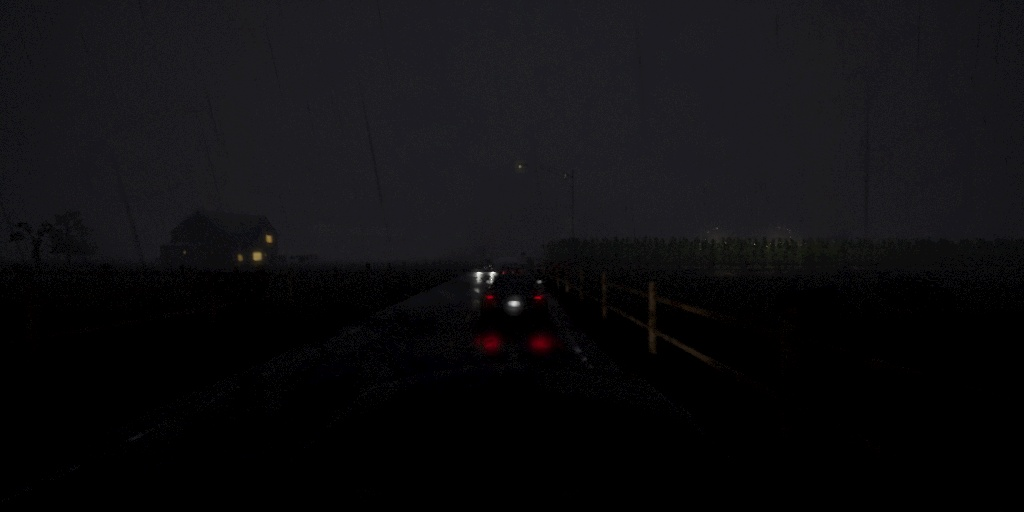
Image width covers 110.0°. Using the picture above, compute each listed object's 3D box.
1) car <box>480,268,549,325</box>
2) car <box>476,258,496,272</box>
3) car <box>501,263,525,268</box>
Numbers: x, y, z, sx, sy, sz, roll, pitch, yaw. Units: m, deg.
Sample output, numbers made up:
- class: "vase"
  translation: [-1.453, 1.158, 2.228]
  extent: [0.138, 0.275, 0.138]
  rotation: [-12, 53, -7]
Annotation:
- class: "car"
  translation: [0.074, 1.248, 11.602]
  extent: [1.994, 1.385, 4.181]
  rotation: [0, 0, 0]
- class: "car"
  translation: [-2.859, 0.989, 40.680]
  extent: [1.837, 1.490, 4.892]
  rotation: [0, 0, 0]
- class: "car"
  translation: [0.073, 1.179, 27.360]
  extent: [1.895, 1.301, 4.718]
  rotation: [0, 0, 0]
